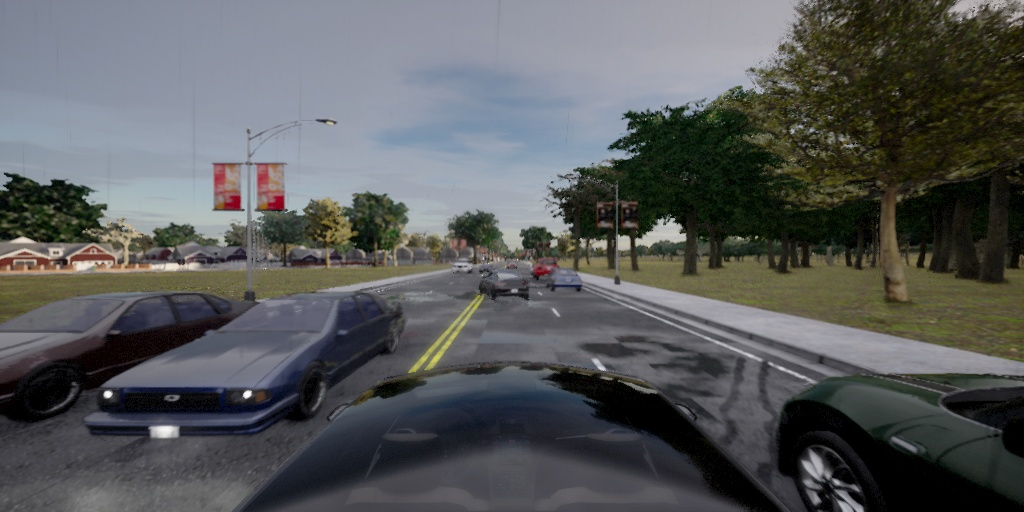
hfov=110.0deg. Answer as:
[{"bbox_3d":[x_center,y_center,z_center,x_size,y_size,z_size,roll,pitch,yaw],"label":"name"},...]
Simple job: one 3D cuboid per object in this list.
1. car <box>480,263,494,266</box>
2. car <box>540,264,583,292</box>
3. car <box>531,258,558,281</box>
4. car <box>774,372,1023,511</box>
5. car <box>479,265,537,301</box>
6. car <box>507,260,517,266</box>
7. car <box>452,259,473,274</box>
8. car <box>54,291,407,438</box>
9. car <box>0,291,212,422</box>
[{"bbox_3d":[-3.344,1.694,48.284,1.994,1.385,4.181,0,0,0],"label":"car"},{"bbox_3d":[3.247,1.469,23.152,2.033,1.411,5.357,0,0,0],"label":"car"},{"bbox_3d":[3.246,1.234,34.186,2.150,2.045,5.566,0,0,0],"label":"car"},{"bbox_3d":[3.250,1.098,1.121,2.097,1.767,4.553,0,0,0],"label":"car"},{"bbox_3d":[-0.441,1.407,18.215,1.812,1.442,4.674,-1,0,-14],"label":"car"},{"bbox_3d":[0.071,1.797,65.251,1.812,1.442,4.674,0,-1,0],"label":"car"},{"bbox_3d":[-6.596,1.355,48.306,2.150,2.045,5.566,0,-1,0],"label":"car"},{"bbox_3d":[-3.352,1.332,6.122,2.033,1.411,5.357,0,0,0],"label":"car"},{"bbox_3d":[-6.602,1.332,6.120,2.033,1.411,5.357,0,0,0],"label":"car"}]
